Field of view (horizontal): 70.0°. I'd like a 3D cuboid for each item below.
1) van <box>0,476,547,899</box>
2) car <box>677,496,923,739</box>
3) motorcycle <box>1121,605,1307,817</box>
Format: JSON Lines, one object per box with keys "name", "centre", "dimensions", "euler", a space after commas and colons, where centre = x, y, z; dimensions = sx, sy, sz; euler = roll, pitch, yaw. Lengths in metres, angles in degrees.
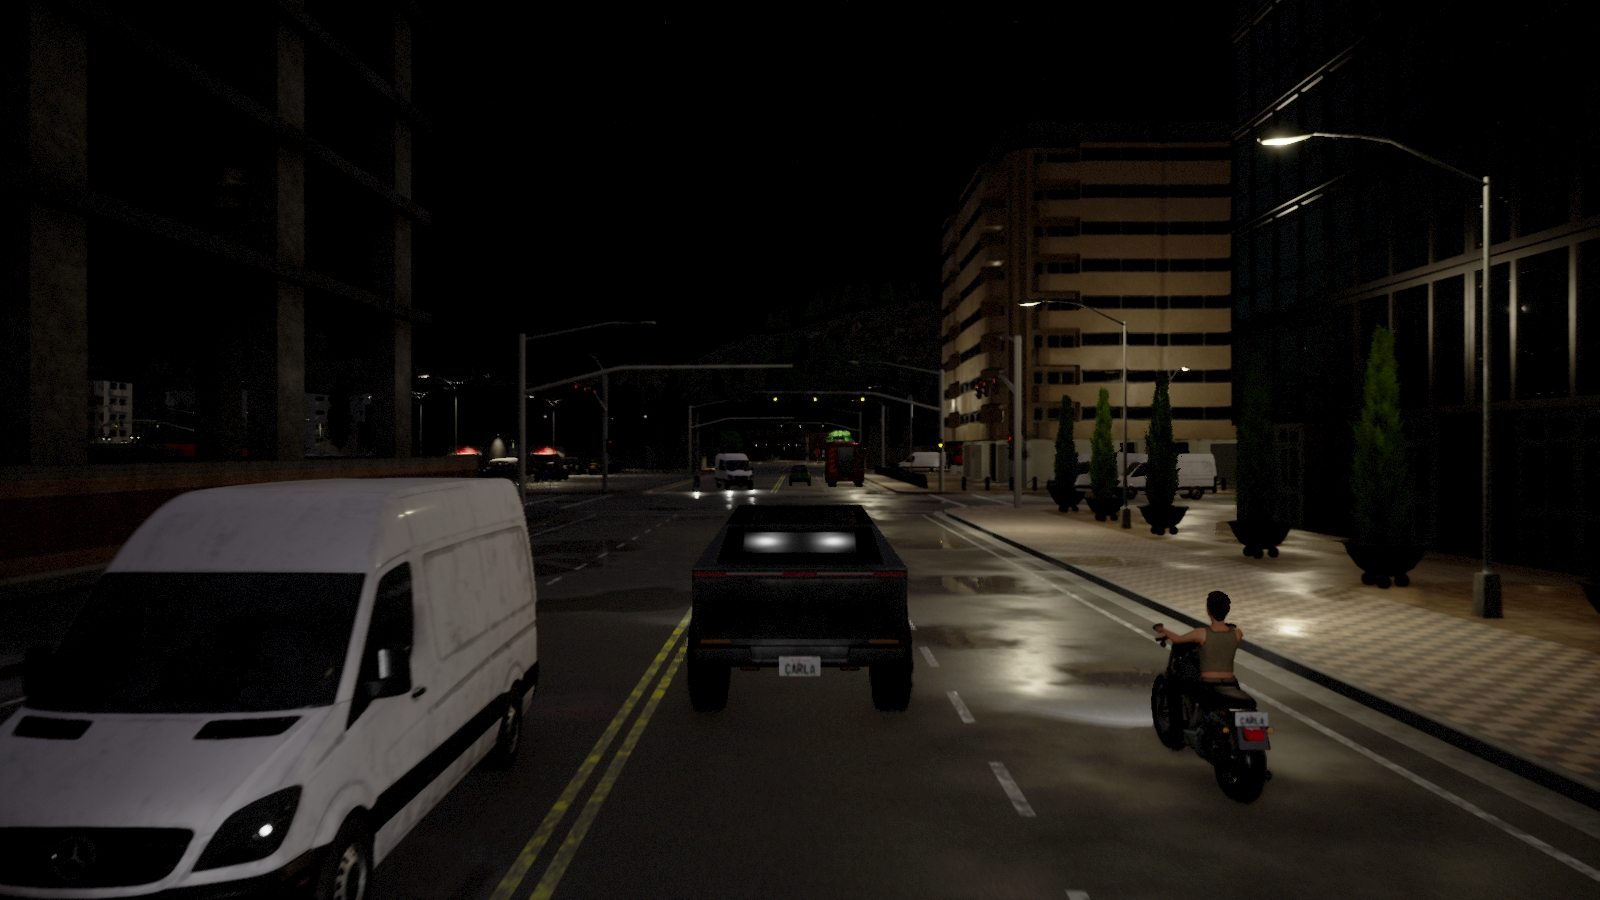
{"name": "van", "centre": [-3.498, 1.534, 8.373], "dimensions": [1.988, 2.561, 5.915], "euler": [0, 0, 0]}
{"name": "car", "centre": [-0.003, 1.752, 14.223], "dimensions": [2.390, 2.098, 6.274], "euler": [0, 0, 0]}
{"name": "motorcycle", "centre": [3.500, 2.154, 9.920], "dimensions": [0.764, 1.307, 2.356], "euler": [0, 0, 0]}
